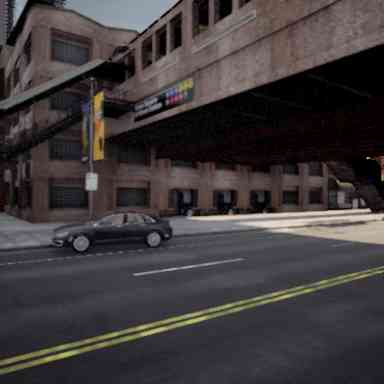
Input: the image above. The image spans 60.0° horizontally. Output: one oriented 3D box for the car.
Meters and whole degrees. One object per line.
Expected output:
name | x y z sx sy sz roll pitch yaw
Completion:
car | -3.190 1.538 13.885 4.892 1.521 2.231 1 0 -26
